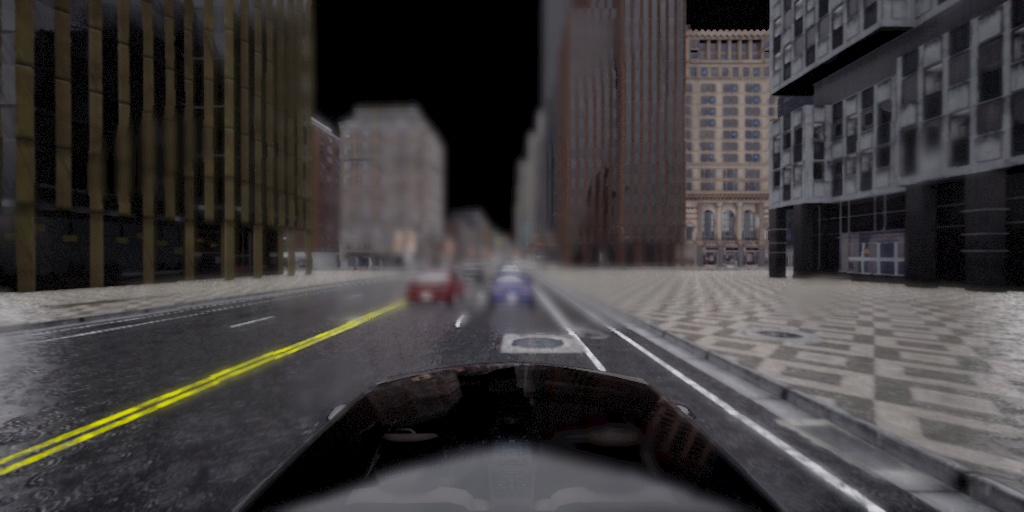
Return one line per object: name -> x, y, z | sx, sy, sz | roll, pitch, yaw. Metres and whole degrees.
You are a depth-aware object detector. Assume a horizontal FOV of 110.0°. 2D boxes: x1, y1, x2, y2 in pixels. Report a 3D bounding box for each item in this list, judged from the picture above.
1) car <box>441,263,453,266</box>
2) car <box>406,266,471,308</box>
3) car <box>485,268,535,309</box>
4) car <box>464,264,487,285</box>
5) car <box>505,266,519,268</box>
car -> -9.776, 1.857, 53.409 | 2.128, 1.511, 4.902 | 0, -1, 0
car -> -3.223, 1.380, 16.076 | 1.882, 1.535, 5.008 | 0, 0, 0
car -> 0.024, 1.424, 15.746 | 1.812, 1.442, 4.674 | 0, 0, 0
car -> -3.230, 1.580, 30.348 | 1.837, 1.490, 4.892 | 0, 0, 0
car -> 0.023, 1.603, 30.755 | 1.812, 1.442, 4.674 | 0, 0, 0
